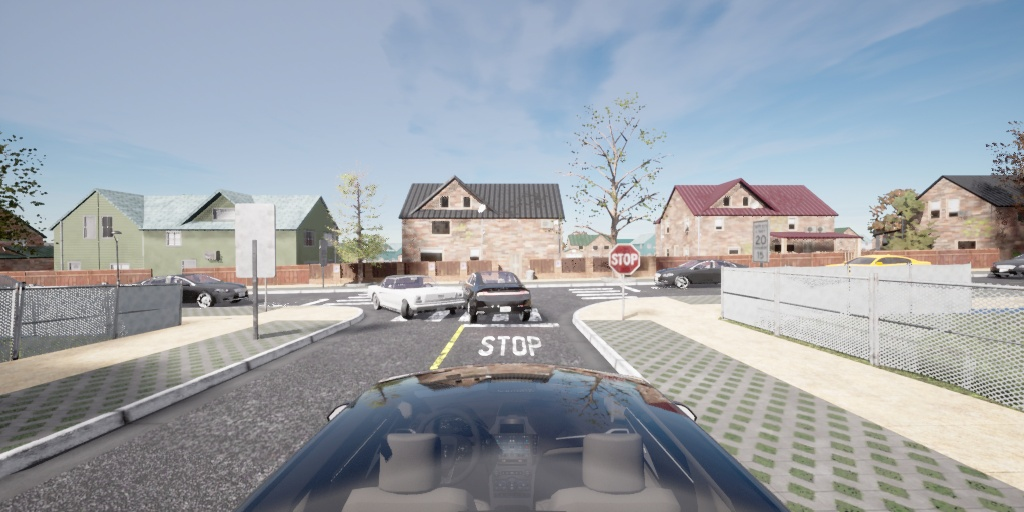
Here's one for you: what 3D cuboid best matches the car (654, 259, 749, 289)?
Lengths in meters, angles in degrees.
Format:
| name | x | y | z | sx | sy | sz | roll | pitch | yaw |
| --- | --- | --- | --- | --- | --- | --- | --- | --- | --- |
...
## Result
| name | x | y | z | sx | sy | sz | roll | pitch | yaw |
| --- | --- | --- | --- | --- | --- | --- | --- | --- | --- |
| car | 10.333 | 0.926 | 19.562 | 4.902 | 1.511 | 2.128 | -1 | 1 | 0 |

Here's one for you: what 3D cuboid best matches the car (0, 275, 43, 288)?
| name | x | y | z | sx | sy | sz | roll | pitch | yaw |
| --- | --- | --- | --- | --- | --- | --- | --- | --- | --- |
| car | -24.238 | 1.648 | 16.472 | 4.553 | 1.767 | 2.097 | -1 | 1 | 0 |

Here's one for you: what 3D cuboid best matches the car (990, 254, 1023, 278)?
| name | x | y | z | sx | sy | sz | roll | pitch | yaw |
| --- | --- | --- | --- | --- | --- | --- | --- | --- | --- |
| car | 29.388 | 0.478 | 19.633 | 4.902 | 1.511 | 2.128 | -1 | 1 | 0 |

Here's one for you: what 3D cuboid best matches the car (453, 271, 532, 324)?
| name | x | y | z | sx | sy | sz | roll | pitch | yaw |
| --- | --- | --- | --- | --- | --- | --- | --- | --- | --- |
| car | -0.684 | 1.243 | 12.155 | 2.128 | 1.511 | 4.902 | 0 | 0 | -12 |

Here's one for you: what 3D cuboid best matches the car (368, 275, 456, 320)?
| name | x | y | z | sx | sy | sz | roll | pitch | yaw |
| --- | --- | --- | --- | --- | --- | --- | --- | --- | --- |
| car | -3.600 | 1.368 | 13.015 | 1.895 | 1.301 | 4.718 | 0 | 0 | -38 |

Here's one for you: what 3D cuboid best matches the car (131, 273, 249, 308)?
| name | x | y | z | sx | sy | sz | roll | pitch | yaw |
| --- | --- | --- | --- | --- | --- | --- | --- | --- | --- |
| car | -14.900 | 1.566 | 16.512 | 4.902 | 1.511 | 2.128 | -1 | 1 | 0 |

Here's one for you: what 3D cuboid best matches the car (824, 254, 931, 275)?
| name | x | y | z | sx | sy | sz | roll | pitch | yaw |
| --- | --- | --- | --- | --- | --- | --- | --- | --- | --- |
| car | 19.763 | 0.690 | 19.597 | 5.008 | 1.535 | 1.882 | -1 | 1 | -1 |
